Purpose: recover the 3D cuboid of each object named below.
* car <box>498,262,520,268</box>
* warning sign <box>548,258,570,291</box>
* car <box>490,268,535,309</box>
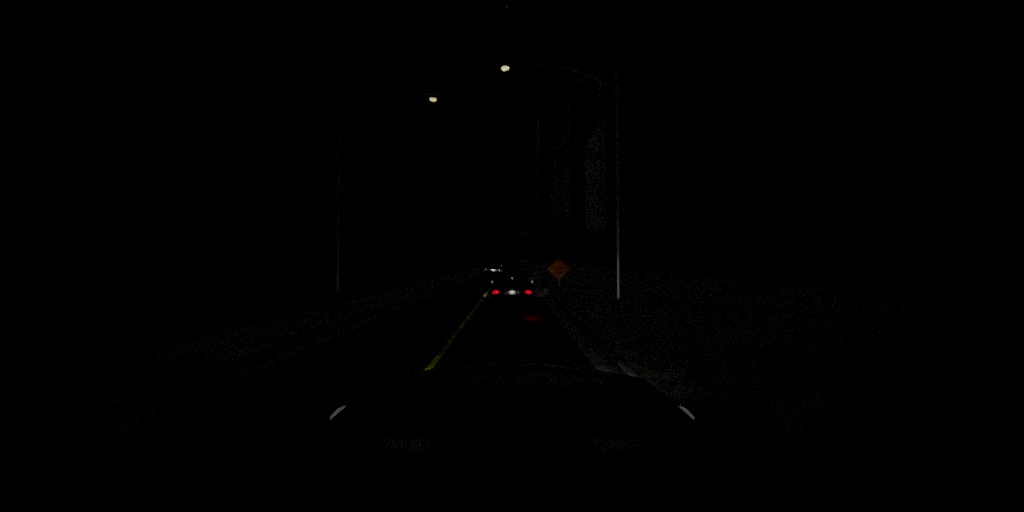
[{"bbox_3d":[0.020,1.539,31.167,1.837,1.490,4.892,0,0,0],"label":"car"},{"bbox_3d":[2.728,1.045,20.735,1.300,1.860,1.060,0,0,0],"label":"warning sign"},{"bbox_3d":[0.009,1.431,15.853,2.033,1.411,5.357,0,-1,0],"label":"car"}]
